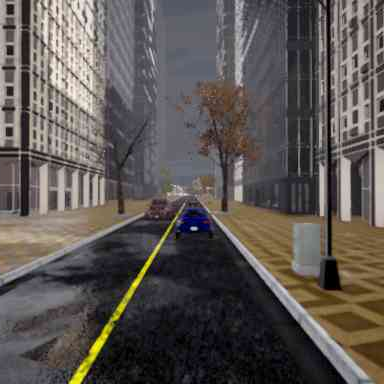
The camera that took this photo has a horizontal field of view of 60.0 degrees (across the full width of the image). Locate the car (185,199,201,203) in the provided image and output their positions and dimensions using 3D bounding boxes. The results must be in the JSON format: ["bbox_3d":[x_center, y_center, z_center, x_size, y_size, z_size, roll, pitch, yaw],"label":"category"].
[{"bbox_3d":[0.086,1.556,40.432,2.033,1.411,5.357,0,0,0],"label":"car"}]

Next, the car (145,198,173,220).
[{"bbox_3d":[-2.761,1.355,28.443,2.097,1.767,4.553,0,0,0],"label":"car"}]

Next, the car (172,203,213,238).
[{"bbox_3d":[0.094,1.529,17.673,1.812,1.442,4.674,0,0,0],"label":"car"}]
